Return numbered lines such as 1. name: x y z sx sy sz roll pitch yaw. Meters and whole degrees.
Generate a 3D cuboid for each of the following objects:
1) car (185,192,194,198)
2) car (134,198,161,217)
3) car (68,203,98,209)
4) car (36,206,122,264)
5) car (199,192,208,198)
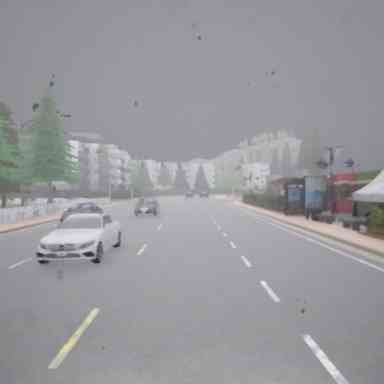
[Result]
1. car: -0.688 0.697 78.768 1.837 1.490 4.892 -1 1 -2
2. car: -3.842 1.274 29.118 2.128 1.511 4.902 -1 0 0
3. car: -7.302 1.434 22.525 1.994 1.385 4.181 -1 1 0
4. car: -3.696 1.457 11.688 1.812 1.442 4.674 -1 1 -1
5. car: 2.813 0.638 78.804 1.882 1.535 5.008 -1 1 -2
